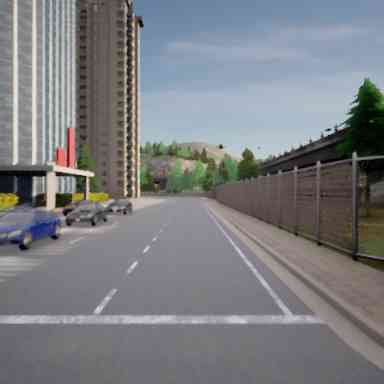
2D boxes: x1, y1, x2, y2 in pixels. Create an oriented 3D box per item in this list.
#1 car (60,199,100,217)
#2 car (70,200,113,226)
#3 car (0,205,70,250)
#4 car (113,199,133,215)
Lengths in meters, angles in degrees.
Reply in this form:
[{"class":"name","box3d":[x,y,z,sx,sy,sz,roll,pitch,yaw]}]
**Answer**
[{"class":"car","box3d":[-10.587,1.477,31.883,2.033,1.411,5.357,0,0,0]},{"class":"car","box3d":[-7.092,1.467,23.001,1.812,1.442,4.674,0,0,0]},{"class":"car","box3d":[-7.095,1.477,14.128,1.812,1.442,4.674,0,0,0]},{"class":"car","box3d":[-7.078,1.422,33.080,2.128,1.511,4.902,0,0,0]}]
